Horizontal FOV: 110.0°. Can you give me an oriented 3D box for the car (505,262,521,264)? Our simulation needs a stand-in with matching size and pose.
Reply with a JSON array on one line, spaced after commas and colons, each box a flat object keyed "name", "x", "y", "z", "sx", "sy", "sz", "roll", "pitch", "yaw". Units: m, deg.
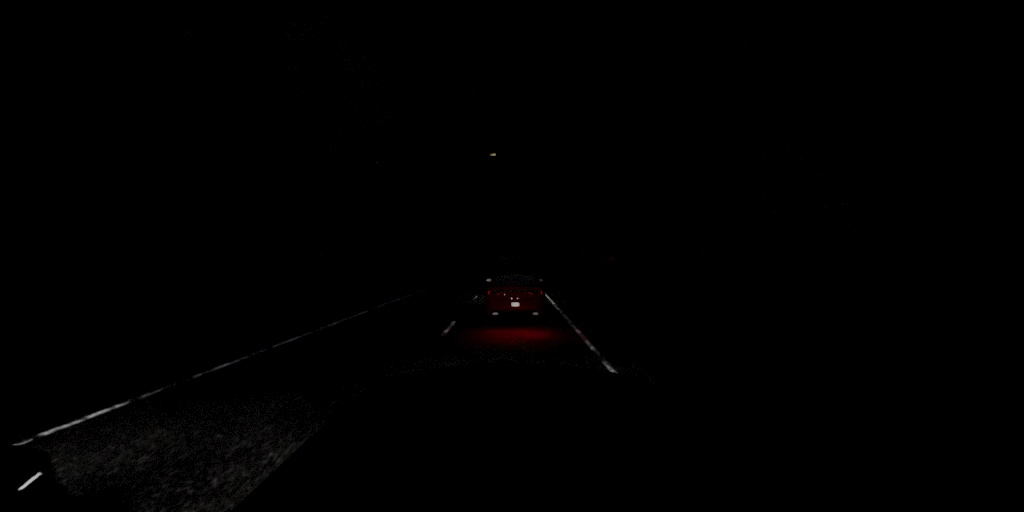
[{"name": "car", "x": 0.099, "y": 1.248, "z": 31.230, "sx": 2.128, "sy": 1.511, "sz": 4.902, "roll": 0, "pitch": 0, "yaw": 0}]

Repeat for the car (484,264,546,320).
[{"name": "car", "x": 0.099, "y": 1.230, "z": 12.699, "sx": 1.882, "sy": 1.535, "sz": 5.008, "roll": 0, "pitch": 0, "yaw": 0}]
